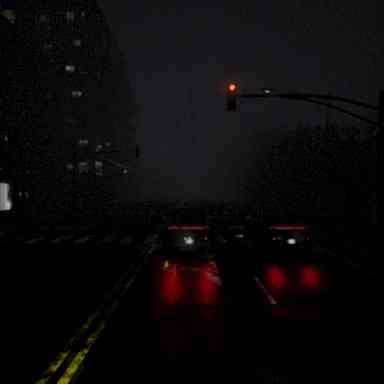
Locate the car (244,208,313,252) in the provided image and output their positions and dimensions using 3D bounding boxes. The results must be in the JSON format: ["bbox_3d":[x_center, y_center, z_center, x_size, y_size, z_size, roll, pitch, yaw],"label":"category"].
[{"bbox_3d":[3.303,1.394,13.384,2.128,1.511,4.902,0,0,0],"label":"car"}]

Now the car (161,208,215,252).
[{"bbox_3d":[-0.206,1.394,13.375,2.128,1.511,4.902,0,0,-3],"label":"car"}]
